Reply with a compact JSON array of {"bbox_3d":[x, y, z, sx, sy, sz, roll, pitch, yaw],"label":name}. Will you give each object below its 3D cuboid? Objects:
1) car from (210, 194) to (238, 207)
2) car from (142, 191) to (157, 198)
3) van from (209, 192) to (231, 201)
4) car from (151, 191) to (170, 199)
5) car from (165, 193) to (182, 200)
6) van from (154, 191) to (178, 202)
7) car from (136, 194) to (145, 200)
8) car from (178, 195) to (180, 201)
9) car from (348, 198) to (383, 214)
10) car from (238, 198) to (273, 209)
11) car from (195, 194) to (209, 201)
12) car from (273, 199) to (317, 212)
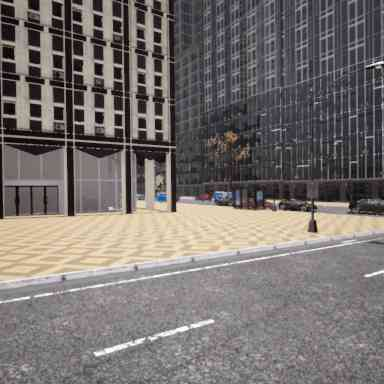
[{"bbox_3d":[4.836,1.318,44.836,1.947,1.339,4.313,-1,1,-34],"label":"car"},{"bbox_3d":[-10.582,0.685,82.464,1.967,1.590,4.097,0,1,-34],"label":"car"},{"bbox_3d":[5.411,0.854,58.972,1.690,1.788,3.998,-1,1,-34],"label":"van"},{"bbox_3d":[-7.384,0.613,77.764,2.192,1.841,5.009,0,1,-34],"label":"car"},{"bbox_3d":[-4.185,0.934,73.070,1.802,1.307,4.206,0,1,-34],"label":"car"},{"bbox_3d":[-4.714,0.936,58.956,1.690,1.788,3.998,0,1,-34],"label":"van"},{"bbox_3d":[-11.112,1.038,68.354,2.008,1.369,4.403,0,1,-34],"label":"car"},{"bbox_3d":[-4.163,1.017,62.911,1.882,1.535,5.008,-1,1,-34],"label":"car"},{"bbox_3d":[17.327,1.365,31.351,2.128,1.511,4.902,-1,1,-36],"label":"car"},{"bbox_3d":[7.987,1.387,40.105,1.802,1.307,4.206,-1,1,-34],"label":"car"},{"bbox_3d":[2.213,1.042,63.673,1.802,1.307,4.206,-1,1,-34],"label":"car"},{"bbox_3d":[11.171,1.423,35.395,1.947,1.339,4.313,-1,1,-34],"label":"car"}]
